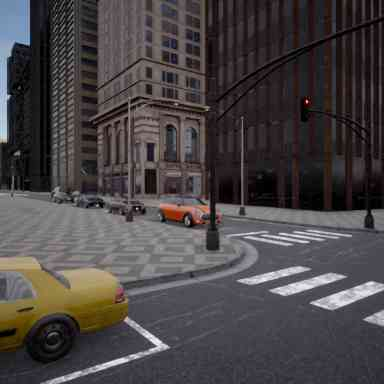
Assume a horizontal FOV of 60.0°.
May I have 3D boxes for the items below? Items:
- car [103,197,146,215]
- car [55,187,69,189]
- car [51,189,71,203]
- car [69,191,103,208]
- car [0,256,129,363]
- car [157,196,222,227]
[{"bbox_3d":[-5.412,1.087,27.353,1.994,1.385,4.181,0,1,-36],"label":"car"},{"bbox_3d":[-21.924,0.132,55.759,2.150,2.045,5.566,0,1,-36],"label":"car"},{"bbox_3d":[-16.670,0.661,43.144,1.837,1.490,4.892,0,1,-36],"label":"car"},{"bbox_3d":[-10.834,0.892,34.937,2.033,1.411,5.357,0,1,-35],"label":"car"},{"bbox_3d":[-3.261,1.525,4.323,4.829,1.417,1.752,0,0,-35],"label":"car"},{"bbox_3d":[-0.218,1.049,20.093,2.097,1.767,4.553,0,1,-36],"label":"car"}]
